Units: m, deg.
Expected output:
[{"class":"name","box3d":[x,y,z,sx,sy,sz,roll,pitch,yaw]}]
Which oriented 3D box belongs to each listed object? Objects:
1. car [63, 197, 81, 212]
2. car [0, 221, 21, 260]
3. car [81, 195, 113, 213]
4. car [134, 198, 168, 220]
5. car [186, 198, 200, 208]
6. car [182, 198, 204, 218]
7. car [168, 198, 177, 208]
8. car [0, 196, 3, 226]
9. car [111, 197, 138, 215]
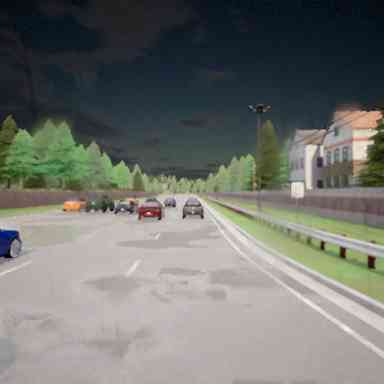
[{"class":"car","box3d":[-13.903,1.445,40.378,2.097,1.767,4.553,0,0,0]},{"class":"car","box3d":[-6.901,1.500,9.627,1.882,1.535,5.008,0,0,0]},{"class":"car","box3d":[-10.404,1.308,37.835,2.150,2.045,5.566,0,0,0]},{"class":"car","box3d":[-3.402,1.544,28.697,1.882,1.535,5.008,0,0,0]},{"class":"car","box3d":[0.095,1.666,51.582,2.033,1.411,5.357,0,0,0]},{"class":"car","box3d":[0.097,1.563,31.000,2.128,1.511,4.902,0,0,0]},{"class":"car","box3d":[-3.405,1.665,51.500,2.033,1.411,5.357,0,0,0]},{"class":"car","box3d":[-13.902,1.267,19.740,2.150,2.045,5.566,0,0,0]},{"class":"car","box3d":[-6.917,1.607,35.385,1.812,1.442,4.674,0,0,0]}]
